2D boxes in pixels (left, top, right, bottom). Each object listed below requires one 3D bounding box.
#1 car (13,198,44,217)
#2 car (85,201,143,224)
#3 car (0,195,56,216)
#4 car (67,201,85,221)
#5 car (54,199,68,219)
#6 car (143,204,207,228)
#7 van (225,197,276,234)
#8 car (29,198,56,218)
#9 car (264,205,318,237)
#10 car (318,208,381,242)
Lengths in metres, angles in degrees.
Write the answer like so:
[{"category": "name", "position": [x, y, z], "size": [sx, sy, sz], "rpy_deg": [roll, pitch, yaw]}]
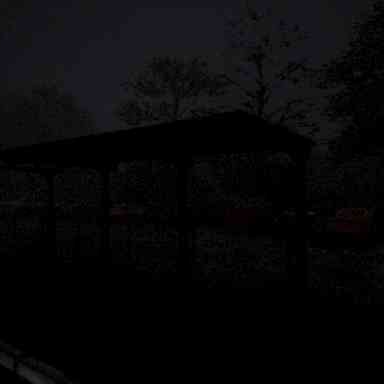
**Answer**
[{"category": "car", "position": [-14.374, 1.633, 32.886], "size": [2.097, 1.535, 5.008], "rpy_deg": [0, 0, 35]}, {"category": "car", "position": [-5.430, 1.587, 26.306], "size": [1.946, 1.575, 5.366], "rpy_deg": [0, 0, 35]}, {"category": "car", "position": [-16.658, 1.392, 34.465], "size": [2.435, 2.045, 5.566], "rpy_deg": [0, 0, 35]}, {"category": "car", "position": [-7.569, 1.630, 28.087], "size": [2.163, 1.488, 4.792], "rpy_deg": [0, 0, 35]}, {"category": "car", "position": [-9.845, 1.613, 29.674], "size": [2.231, 1.521, 4.892], "rpy_deg": [0, 0, 35]}, {"category": "car", "position": [-0.811, 1.598, 23.221], "size": [2.163, 1.488, 4.792], "rpy_deg": [0, 0, 35]}, {"category": "van", "position": [3.799, 1.322, 20.129], "size": [1.878, 1.987, 4.442], "rpy_deg": [0, 0, 35]}, {"category": "car", "position": [-12.110, 1.622, 31.280], "size": [2.097, 1.535, 5.008], "rpy_deg": [0, 0, 35]}, {"category": "car", "position": [5.993, 1.577, 18.425], "size": [2.002, 1.452, 4.674], "rpy_deg": [0, 0, 35]}, {"category": "car", "position": [8.257, 1.527, 16.816], "size": [2.097, 1.535, 5.008], "rpy_deg": [0, 0, 35]}]
